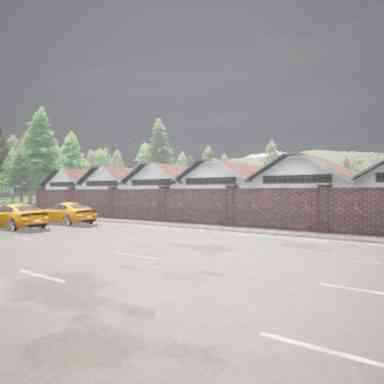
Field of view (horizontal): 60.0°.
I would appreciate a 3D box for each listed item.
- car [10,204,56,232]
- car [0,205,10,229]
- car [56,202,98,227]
[{"bbox_3d":[-10.691,1.468,20.138,5.008,1.535,1.882,0,0,35],"label":"car"},{"bbox_3d":[-11.393,1.483,16.350,4.902,1.511,2.128,0,0,35],"label":"car"},{"bbox_3d":[-8.672,1.467,22.997,5.008,1.535,1.882,0,0,35],"label":"car"}]
